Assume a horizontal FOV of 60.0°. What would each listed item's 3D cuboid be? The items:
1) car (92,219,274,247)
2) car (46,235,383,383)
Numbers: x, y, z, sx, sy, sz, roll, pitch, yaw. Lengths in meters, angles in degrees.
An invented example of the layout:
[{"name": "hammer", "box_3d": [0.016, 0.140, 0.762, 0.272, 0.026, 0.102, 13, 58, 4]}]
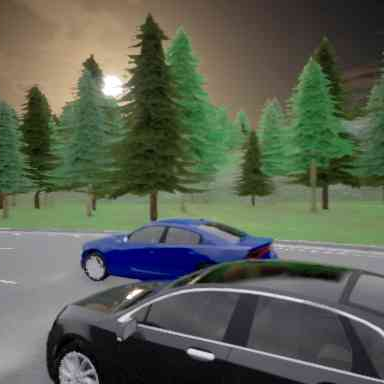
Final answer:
[{"name": "car", "box_3d": [-0.498, 1.388, 8.063, 5.008, 1.535, 1.882, 0, 0, 28]}, {"name": "car", "box_3d": [0.581, 1.455, 3.252, 4.892, 1.490, 1.837, 0, 0, 33]}]
